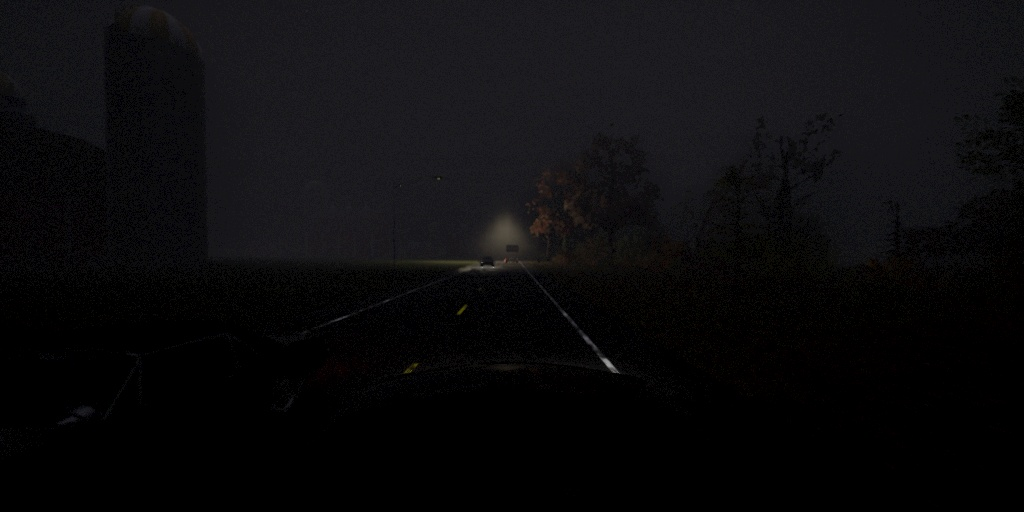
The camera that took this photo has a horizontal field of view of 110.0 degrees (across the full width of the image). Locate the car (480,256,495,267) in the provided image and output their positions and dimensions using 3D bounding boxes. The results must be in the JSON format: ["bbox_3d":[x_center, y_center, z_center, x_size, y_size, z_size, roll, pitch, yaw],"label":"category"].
[{"bbox_3d":[-3.602,0.806,52.631,1.837,1.490,4.892,0,1,0],"label":"car"}]

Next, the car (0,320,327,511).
[{"bbox_3d":[-3.602,1.340,2.954,1.895,1.301,4.718,0,0,0],"label":"car"}]
